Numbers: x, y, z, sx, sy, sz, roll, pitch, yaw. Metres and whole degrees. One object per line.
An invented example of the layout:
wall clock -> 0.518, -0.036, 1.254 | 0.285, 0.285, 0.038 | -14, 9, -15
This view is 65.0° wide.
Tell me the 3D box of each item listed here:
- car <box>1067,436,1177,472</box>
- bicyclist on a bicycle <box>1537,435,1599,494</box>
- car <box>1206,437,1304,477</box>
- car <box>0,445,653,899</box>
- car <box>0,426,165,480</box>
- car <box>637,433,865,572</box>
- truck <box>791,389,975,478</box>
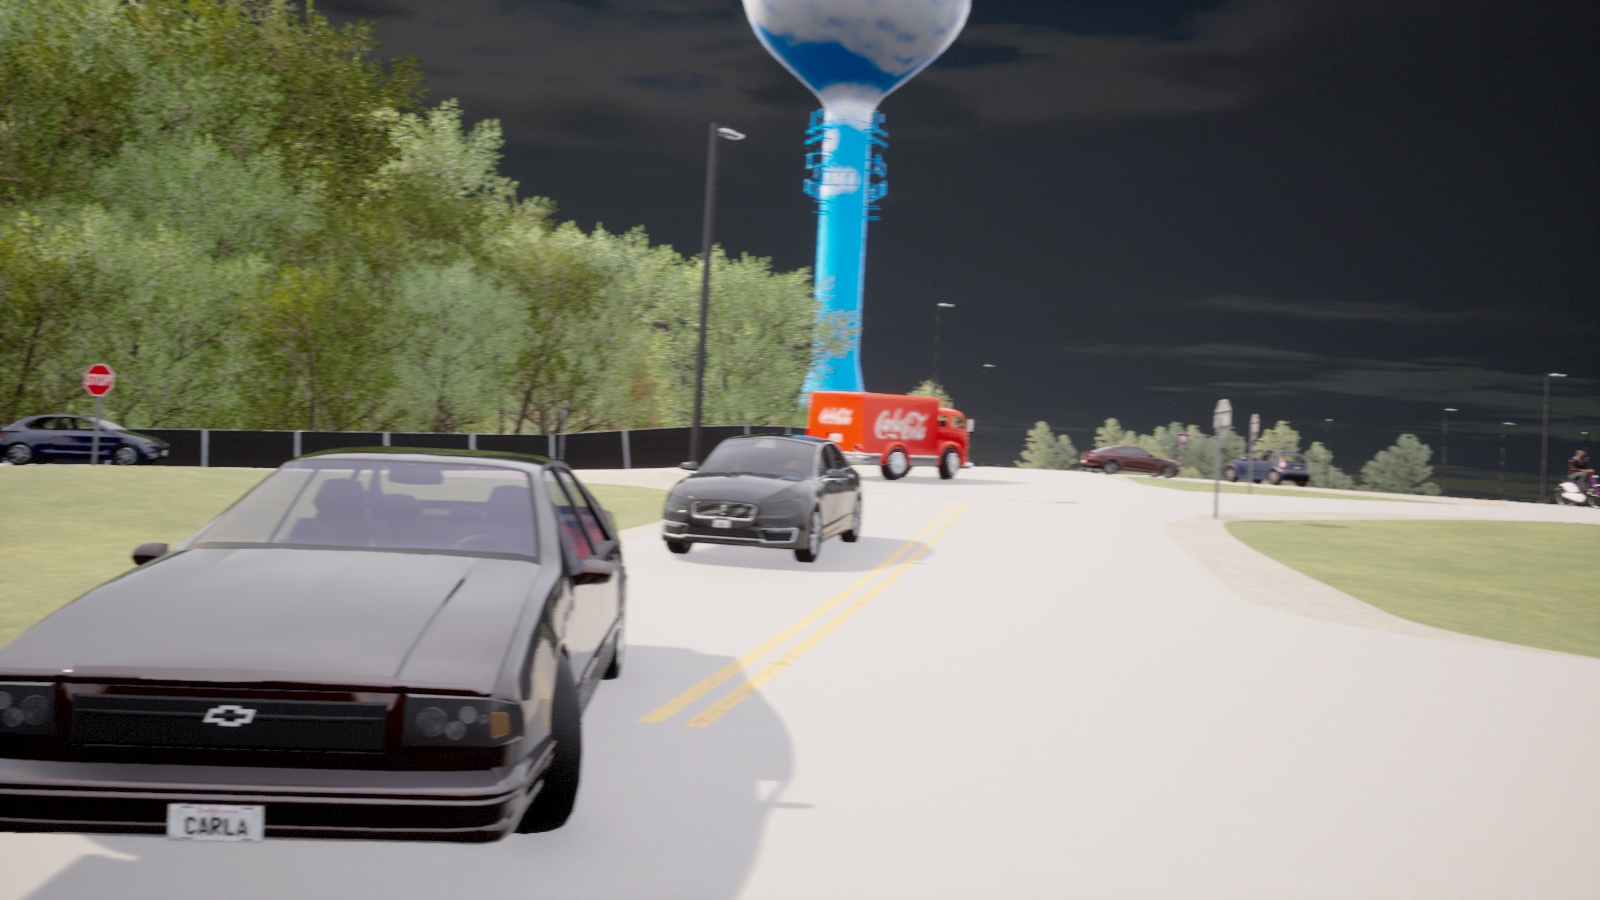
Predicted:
car -> 15.208, 0.194, 59.441 | 4.674, 1.442, 1.812 | 3, 0, -6
bicyclist on a bicycle -> 23.926, 0.432, 38.944 | 0.659, 1.776, 1.843 | 2, 0, -17
car -> 20.468, 0.296, 56.675 | 1.851, 1.617, 3.988 | 2, 0, -23
car -> -1.915, 0.726, 6.405 | 2.033, 1.411, 5.357 | 1, 1, -4
car -> -20.534, 0.089, 35.601 | 4.193, 1.474, 1.816 | 0, 0, -11
car -> -0.458, 0.552, 16.736 | 1.837, 1.490, 4.892 | 2, 2, 12
truck -> 2.547, -0.477, 37.573 | 5.204, 2.467, 2.627 | 1, 2, -45
